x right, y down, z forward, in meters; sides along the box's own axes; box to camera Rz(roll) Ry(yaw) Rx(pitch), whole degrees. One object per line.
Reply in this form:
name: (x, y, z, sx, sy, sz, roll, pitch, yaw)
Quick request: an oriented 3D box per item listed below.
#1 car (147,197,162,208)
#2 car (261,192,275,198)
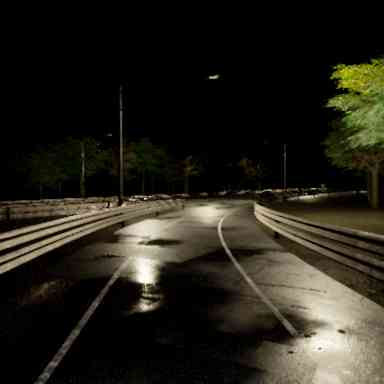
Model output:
car: (-5.161, 1.485, 48.773, 1.812, 1.442, 4.674, 0, 2, 39)
car: (17.597, 0.582, 76.806, 1.994, 1.385, 4.181, 0, 2, 39)
